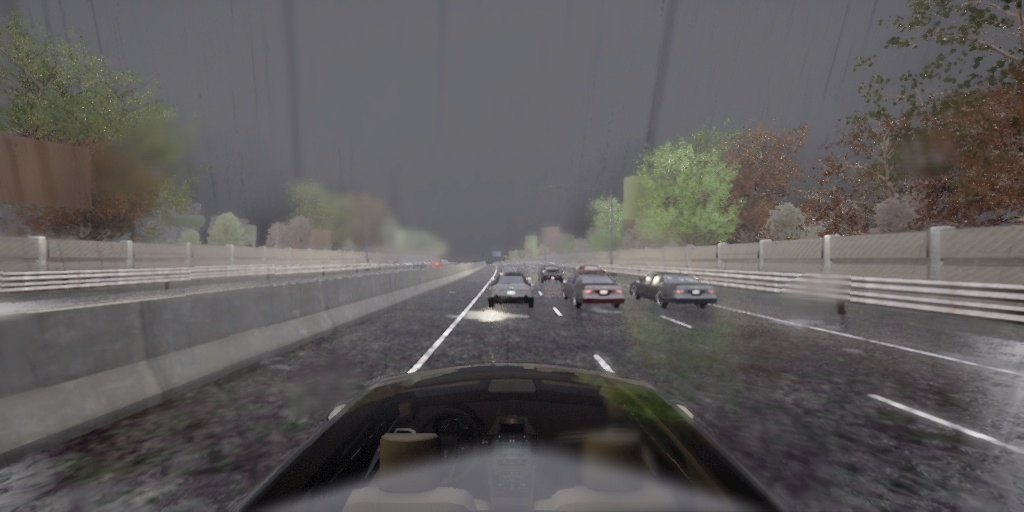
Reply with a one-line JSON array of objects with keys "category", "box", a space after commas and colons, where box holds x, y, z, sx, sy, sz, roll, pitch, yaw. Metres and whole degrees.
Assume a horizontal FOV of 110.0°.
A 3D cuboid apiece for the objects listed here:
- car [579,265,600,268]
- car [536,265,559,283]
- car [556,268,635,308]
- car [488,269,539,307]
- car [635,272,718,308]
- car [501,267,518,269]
[{"category": "car", "box": [6.785, 1.514, 31.676, 1.882, 1.535, 5.008, 0, 0, -1]}, {"category": "car", "box": [3.286, 1.541, 31.444, 1.837, 1.490, 4.892, 0, 0, -1]}, {"category": "car", "box": [3.458, 1.434, 16.069, 2.033, 1.411, 5.357, 0, -1, 0]}, {"category": "car", "box": [-0.040, 1.453, 16.335, 1.994, 1.385, 4.181, 0, -1, 0]}, {"category": "car", "box": [6.958, 1.435, 16.093, 2.033, 1.411, 5.357, 0, -1, 0]}, {"category": "car", "box": [-0.213, 1.631, 31.207, 1.895, 1.301, 4.718, 0, -1, -1]}]
